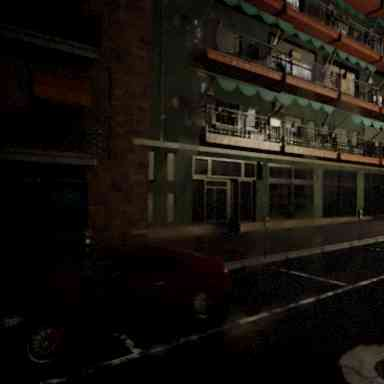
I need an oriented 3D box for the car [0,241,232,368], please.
[{"bbox_3d":[-1.178,1.572,5.702,4.206,1.307,1.802,0,1,-35],"label":"car"}]
